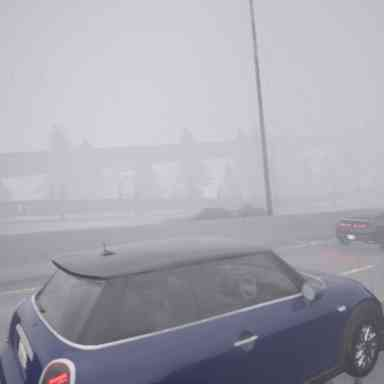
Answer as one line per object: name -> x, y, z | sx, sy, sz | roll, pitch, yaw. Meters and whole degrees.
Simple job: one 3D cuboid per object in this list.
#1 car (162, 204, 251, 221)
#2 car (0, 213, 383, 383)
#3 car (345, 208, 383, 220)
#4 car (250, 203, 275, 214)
car -> 0.571, 1.461, 17.213 | 4.674, 1.442, 1.812 | 0, 0, -35
car -> 0.333, 1.338, 3.985 | 4.553, 1.767, 2.097 | -1, 0, -35
car -> 7.816, 1.413, 13.621 | 4.892, 1.490, 1.837 | 0, 0, -36
car -> 3.612, 1.497, 23.654 | 4.718, 1.301, 1.895 | 0, 0, -35
